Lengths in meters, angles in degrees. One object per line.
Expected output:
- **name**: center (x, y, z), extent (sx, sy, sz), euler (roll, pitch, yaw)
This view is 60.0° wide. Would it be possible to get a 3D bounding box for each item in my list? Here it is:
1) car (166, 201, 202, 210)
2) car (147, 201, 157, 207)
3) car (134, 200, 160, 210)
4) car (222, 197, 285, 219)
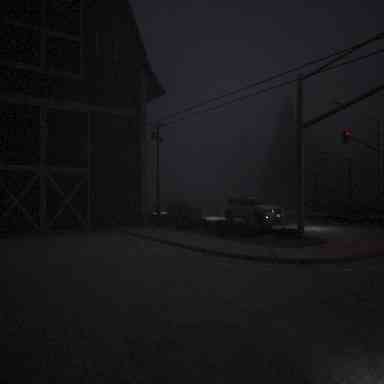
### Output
- **car**: center (-0.903, 1.708, 34.735), extent (1.882, 1.535, 5.008), euler (0, 0, -35)
- **car**: center (-6.290, 1.786, 42.597), extent (1.837, 1.490, 4.892), euler (0, 0, -34)
- **car**: center (-6.719, 1.922, 49.571), extent (1.895, 1.301, 4.718), euler (0, 0, -34)
- **car**: center (4.737, 1.400, 26.509), extent (2.150, 2.045, 5.566), euler (0, 0, -34)
